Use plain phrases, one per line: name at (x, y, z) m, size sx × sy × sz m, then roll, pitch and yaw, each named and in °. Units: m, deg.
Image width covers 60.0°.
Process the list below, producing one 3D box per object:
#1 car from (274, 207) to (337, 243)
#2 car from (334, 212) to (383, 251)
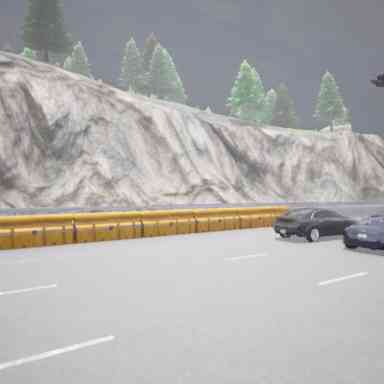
car at (6.170, 1.513, 16.170) m, size 4.892 × 1.490 × 1.837 m, roll 0°, pitch 0°, yaw -30°
car at (7.939, 1.569, 13.150) m, size 4.181 × 1.385 × 1.994 m, roll 0°, pitch 0°, yaw -30°
